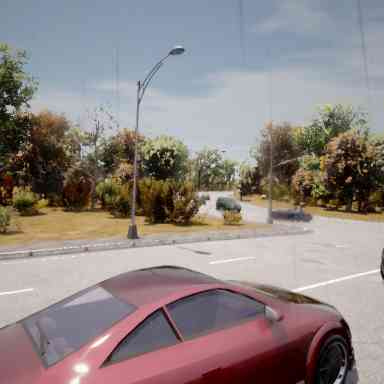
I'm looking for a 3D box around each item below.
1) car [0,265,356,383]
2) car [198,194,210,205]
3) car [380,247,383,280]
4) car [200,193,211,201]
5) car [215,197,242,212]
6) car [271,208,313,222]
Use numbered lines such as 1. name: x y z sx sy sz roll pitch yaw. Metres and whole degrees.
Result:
1. car: -0.028 1.572 3.727 4.181 1.385 1.994 0 0 -36
2. car: 1.512 1.578 63.000 1.837 1.490 4.892 2 2 -10
3. car: 6.996 1.487 8.778 4.553 1.767 2.097 2 -1 -35
4. car: 3.203 1.130 78.692 2.128 1.511 4.902 2 2 -1
5. car: 5.205 1.835 48.002 2.150 2.045 5.566 3 2 -18
6. car: 10.322 2.404 34.706 1.895 1.301 4.718 3 -1 -25
